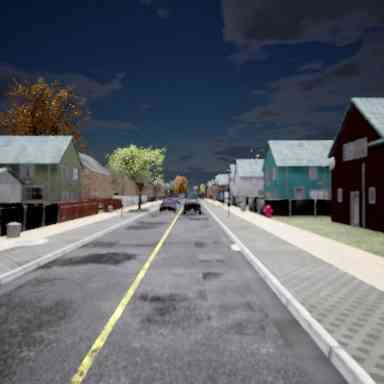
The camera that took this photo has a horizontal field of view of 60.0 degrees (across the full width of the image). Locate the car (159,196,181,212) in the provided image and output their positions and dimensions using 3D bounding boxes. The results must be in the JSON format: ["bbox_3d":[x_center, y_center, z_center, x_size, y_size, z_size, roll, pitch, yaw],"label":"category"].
[{"bbox_3d":[-2.720,1.553,38.646,2.033,1.411,5.357,0,0,0],"label":"car"}]

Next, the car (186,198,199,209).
[{"bbox_3d":[0.067,1.556,47.676,1.812,1.442,4.674,0,0,1],"label":"car"}]

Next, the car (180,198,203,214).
[{"bbox_3d":[0.032,1.503,34.859,1.837,1.490,4.892,0,0,0],"label":"car"}]
